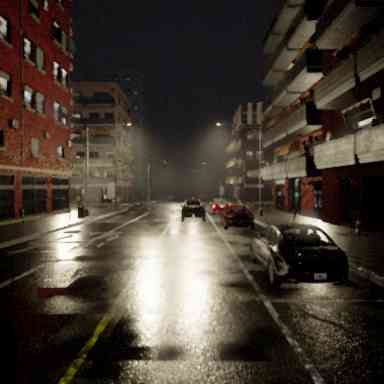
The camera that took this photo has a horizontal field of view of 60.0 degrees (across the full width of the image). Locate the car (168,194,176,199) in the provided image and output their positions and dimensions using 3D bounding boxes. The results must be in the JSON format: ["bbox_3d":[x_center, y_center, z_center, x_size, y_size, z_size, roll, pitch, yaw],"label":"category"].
[{"bbox_3d":[-5.640,1.304,92.535,1.947,1.339,4.313,-1,0,0],"label":"car"}]

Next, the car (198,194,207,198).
[{"bbox_3d":[2.702,1.207,81.154,1.967,1.590,4.097,-1,0,0],"label":"car"}]

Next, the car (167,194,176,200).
[{"bbox_3d":[-5.642,1.278,86.694,1.752,1.417,4.829,-1,0,0],"label":"car"}]

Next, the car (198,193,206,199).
[{"bbox_3d":[2.705,1.178,92.495,1.967,1.590,4.097,-1,0,0],"label":"car"}]

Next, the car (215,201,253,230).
[{"bbox_3d":[2.685,1.480,20.499,1.887,1.381,4.507,-1,0,0],"label":"car"}]

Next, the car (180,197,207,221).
[{"bbox_3d":[0.108,1.424,26.169,1.837,1.490,4.892,0,0,0],"label":"car"}]

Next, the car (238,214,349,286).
[{"bbox_3d":[2.682,1.521,9.129,2.008,1.369,4.403,-1,0,0],"label":"car"}]

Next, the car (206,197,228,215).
[{"bbox_3d":[2.687,1.341,31.868,1.967,1.590,4.097,-1,0,0],"label":"car"}]
